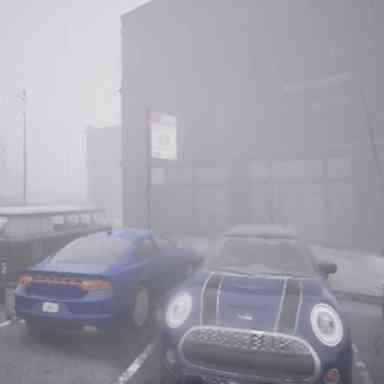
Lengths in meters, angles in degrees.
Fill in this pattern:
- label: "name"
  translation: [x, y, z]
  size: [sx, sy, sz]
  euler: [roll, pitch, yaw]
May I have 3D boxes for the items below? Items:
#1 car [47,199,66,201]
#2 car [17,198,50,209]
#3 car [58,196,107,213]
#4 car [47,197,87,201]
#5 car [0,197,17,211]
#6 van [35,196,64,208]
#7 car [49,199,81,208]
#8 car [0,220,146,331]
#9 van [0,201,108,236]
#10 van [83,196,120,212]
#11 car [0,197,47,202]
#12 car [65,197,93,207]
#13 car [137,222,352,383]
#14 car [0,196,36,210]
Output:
- label: "car"
  translation: [-17.472, 1.878, 38.161]
  size: [4.792, 1.488, 2.163]
  euler: [0, 0, 14]
- label: "car"
  translation: [-26.380, 1.900, 55.280]
  size: [4.553, 1.767, 2.185]
  euler: [-1, -1, 14]
- label: "car"
  translation: [-14.159, 1.602, 43.075]
  size: [5.566, 2.045, 2.435]
  euler: [0, 0, 14]
- label: "car"
  translation: [-15.817, 1.600, 40.624]
  size: [5.566, 2.045, 2.435]
  euler: [0, 0, 14]
- label: "car"
  translation: [-29.764, 1.770, 50.254]
  size: [5.566, 2.045, 2.435]
  euler: [-1, -1, 14]
- label: "van"
  translation: [-24.774, 1.804, 57.794]
  size: [4.442, 1.987, 1.878]
  euler: [-1, -1, 14]
- label: "car"
  translation: [-22.969, 2.031, 60.277]
  size: [4.892, 1.521, 2.231]
  euler: [-1, -1, 14]
- label: "car"
  translation: [-1.355, 1.535, 7.129]
  size: [2.097, 1.535, 5.008]
  euler: [-1, -1, 16]
- label: "van"
  translation: [-3.766, 1.340, 8.997]
  size: [1.878, 1.987, 4.442]
  euler: [-1, -1, 15]
- label: "van"
  translation: [-12.361, 1.630, 45.502]
  size: [4.442, 1.987, 1.878]
  euler: [0, 0, 14]
- label: "car"
  translation: [-19.074, 1.595, 35.723]
  size: [5.566, 2.045, 2.435]
  euler: [0, 0, 14]
- label: "car"
  translation: [-21.242, 1.905, 62.756]
  size: [4.553, 1.767, 2.185]
  euler: [-1, -1, 14]
- label: "car"
  translation: [1.111, 1.381, 5.416]
  size: [2.185, 1.767, 4.553]
  euler: [0, -1, 15]
- label: "car"
  translation: [-28.016, 1.771, 52.767]
  size: [5.566, 2.045, 2.435]
  euler: [-1, -1, 14]
